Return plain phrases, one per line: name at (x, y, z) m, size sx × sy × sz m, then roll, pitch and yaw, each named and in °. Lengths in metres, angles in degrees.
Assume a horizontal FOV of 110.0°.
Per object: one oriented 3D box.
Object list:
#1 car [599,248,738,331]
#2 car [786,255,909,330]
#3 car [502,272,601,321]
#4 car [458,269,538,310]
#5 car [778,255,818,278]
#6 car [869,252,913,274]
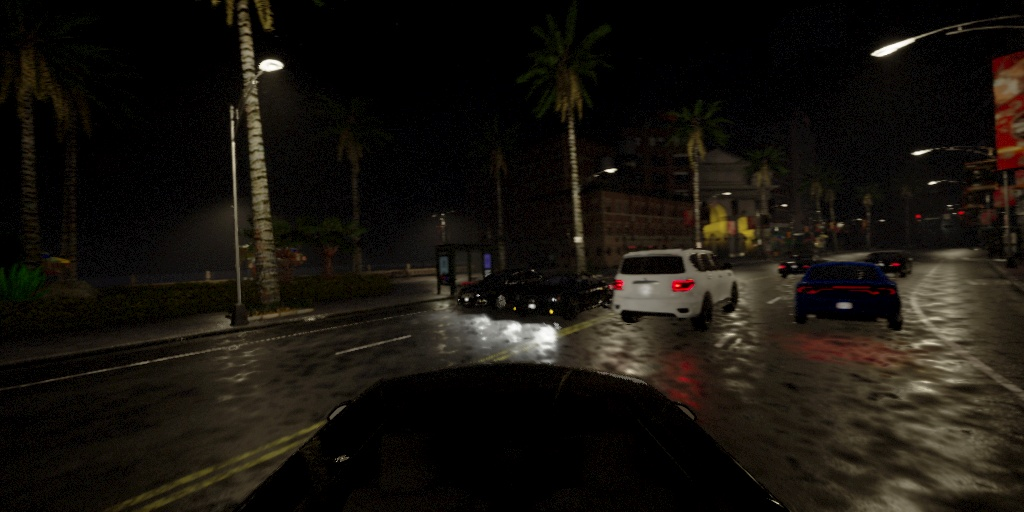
car at (5.007, 0.817, 10.654) m, size 2.150 × 2.045 × 5.566 m, roll -3°, pitch -1°, yaw 42°
car at (9.020, 0.892, 9.773) m, size 1.882 × 1.535 × 5.008 m, roll -3°, pitch -1°, yaw 42°
car at (1.907, 1.309, 12.566) m, size 1.994 × 1.385 × 4.181 m, roll -3°, pitch -1°, yaw 41°
car at (-0.139, 1.361, 15.550) m, size 1.837 × 1.490 × 4.892 m, roll -3°, pitch -1°, yaw 42°
car at (19.039, 0.623, 23.272) m, size 5.357 × 1.411 × 2.033 m, roll -2°, pitch -1°, yaw -39°
car at (22.504, 0.460, 21.569) m, size 5.357 × 1.411 × 2.033 m, roll -2°, pitch -1°, yaw -38°
